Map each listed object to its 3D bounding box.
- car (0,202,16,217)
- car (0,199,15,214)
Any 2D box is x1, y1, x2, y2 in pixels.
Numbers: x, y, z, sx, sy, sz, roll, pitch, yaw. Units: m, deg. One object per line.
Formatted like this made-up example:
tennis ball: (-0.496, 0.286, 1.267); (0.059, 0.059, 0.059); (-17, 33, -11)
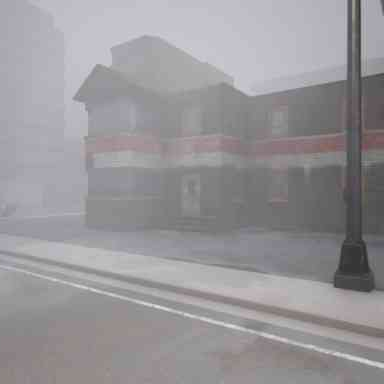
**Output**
car: (-17.598, 1.430, 28.243); (2.038, 1.542, 4.974); (0, 0, 15)
car: (-17.584, 1.273, 28.293); (1.853, 1.218, 4.536); (0, 0, 15)
